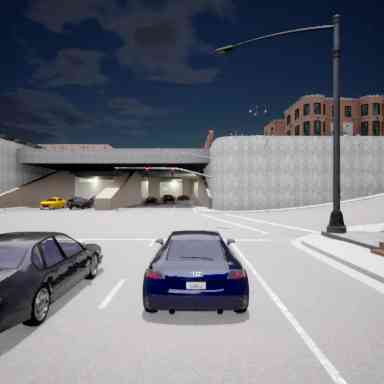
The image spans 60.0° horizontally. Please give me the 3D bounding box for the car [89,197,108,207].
[{"bbox_3d":[-15.039,1.525,53.757,1.812,1.442,4.674,0,0,-1],"label":"car"}]

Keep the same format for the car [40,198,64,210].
[{"bbox_3d":[-18.297,1.477,43.904,1.882,1.535,5.008,0,0,-1],"label":"car"}]

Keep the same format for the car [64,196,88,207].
[{"bbox_3d":[-18.531,1.491,53.369,2.128,1.511,4.902,0,0,-1],"label":"car"}]

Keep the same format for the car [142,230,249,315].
[{"bbox_3d":[0.075,1.564,7.676,1.994,1.385,4.181,0,0,0],"label":"car"}]

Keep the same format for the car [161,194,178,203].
[{"bbox_3d":[-4.804,1.353,71.440,2.097,1.767,4.553,0,0,2],"label":"car"}]

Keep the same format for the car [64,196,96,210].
[{"bbox_3d":[-14.809,1.547,44.306,2.033,1.411,5.357,0,0,-1],"label":"car"}]

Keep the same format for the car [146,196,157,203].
[{"bbox_3d":[-8.175,1.547,66.863,2.033,1.411,5.357,0,0,-1],"label":"car"}]

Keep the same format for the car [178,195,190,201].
[{"bbox_3d":[-2.145,1.524,84.982,1.812,1.442,4.674,0,0,28],"label":"car"}]

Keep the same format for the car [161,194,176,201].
[{"bbox_3d":[-5.951,1.355,84.943,2.097,1.767,4.553,0,0,24],"label":"car"}]

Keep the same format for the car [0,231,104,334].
[{"bbox_3d":[-3.426,1.547,6.977,2.033,1.411,5.357,0,0,0],"label":"car"}]

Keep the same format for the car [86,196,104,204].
[{"bbox_3d":[-18.751,1.491,64.728,2.128,1.511,4.902,0,0,-1],"label":"car"}]
